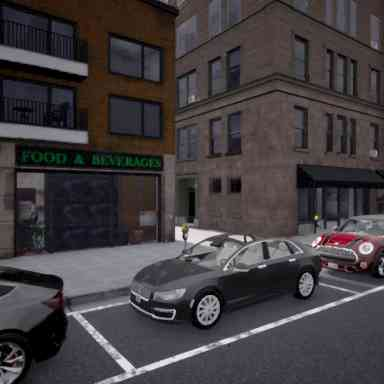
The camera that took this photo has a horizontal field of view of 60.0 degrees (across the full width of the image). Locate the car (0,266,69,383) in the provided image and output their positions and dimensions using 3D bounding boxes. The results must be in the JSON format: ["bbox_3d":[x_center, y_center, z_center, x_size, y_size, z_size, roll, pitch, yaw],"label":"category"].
[{"bbox_3d":[-3.615,1.566,3.614,4.313,1.339,1.947,0,0,-35],"label":"car"}]

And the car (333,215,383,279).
[{"bbox_3d":[5.376,1.442,10.017,4.097,1.590,1.967,0,0,-35],"label":"car"}]

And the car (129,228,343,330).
[{"bbox_3d":[0.880,1.551,6.815,4.403,1.369,2.008,0,0,-35],"label":"car"}]
